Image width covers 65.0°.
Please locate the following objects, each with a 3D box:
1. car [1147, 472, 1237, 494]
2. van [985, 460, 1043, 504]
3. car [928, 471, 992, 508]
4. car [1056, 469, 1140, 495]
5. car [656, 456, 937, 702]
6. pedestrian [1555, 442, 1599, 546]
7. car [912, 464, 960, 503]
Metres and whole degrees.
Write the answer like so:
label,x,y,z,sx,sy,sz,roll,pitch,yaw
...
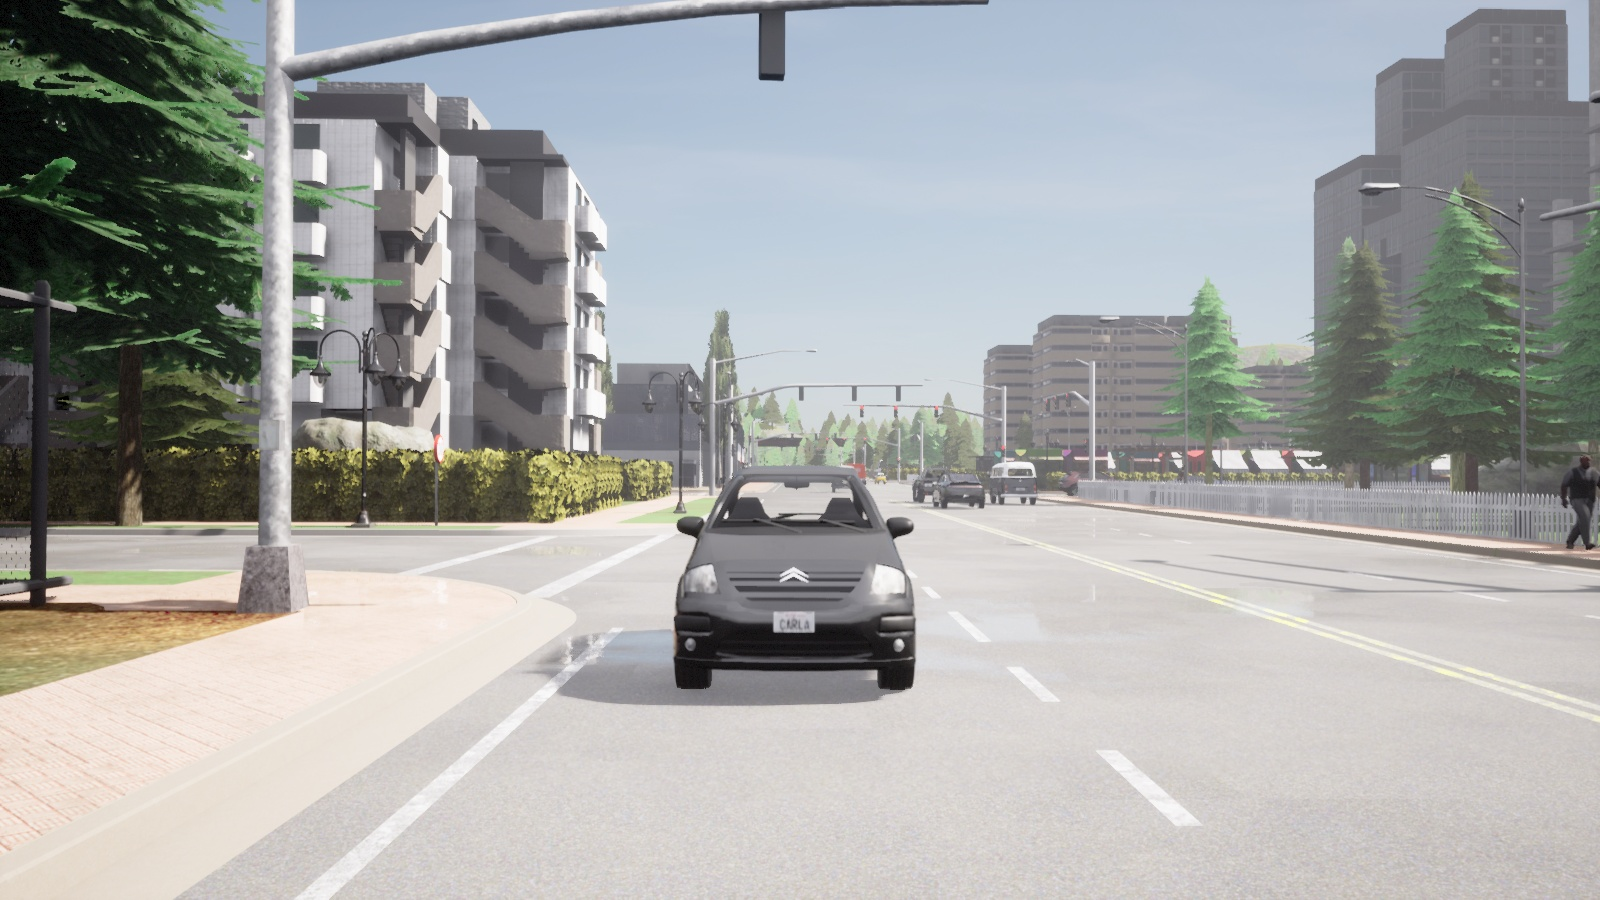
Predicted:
label,x,y,z,sx,sy,sz,roll,pitch,yaw
car,26.166,2.172,83.873,5.357,1.411,2.033,0,-1,-1
van,10.331,1.524,60.932,2.069,2.038,4.480,0,-1,0
car,6.852,1.659,54.297,2.128,1.511,4.902,0,-1,0
car,18.983,2.021,80.185,4.856,1.649,2.033,0,-1,2
car,-0.029,0.887,10.299,1.851,1.617,3.988,0,-1,0
pedestrian,14.421,0.805,23.114,0.563,1.883,0.849,0,-1,4
car,6.823,1.675,63.518,1.932,1.855,4.605,0,-1,0
